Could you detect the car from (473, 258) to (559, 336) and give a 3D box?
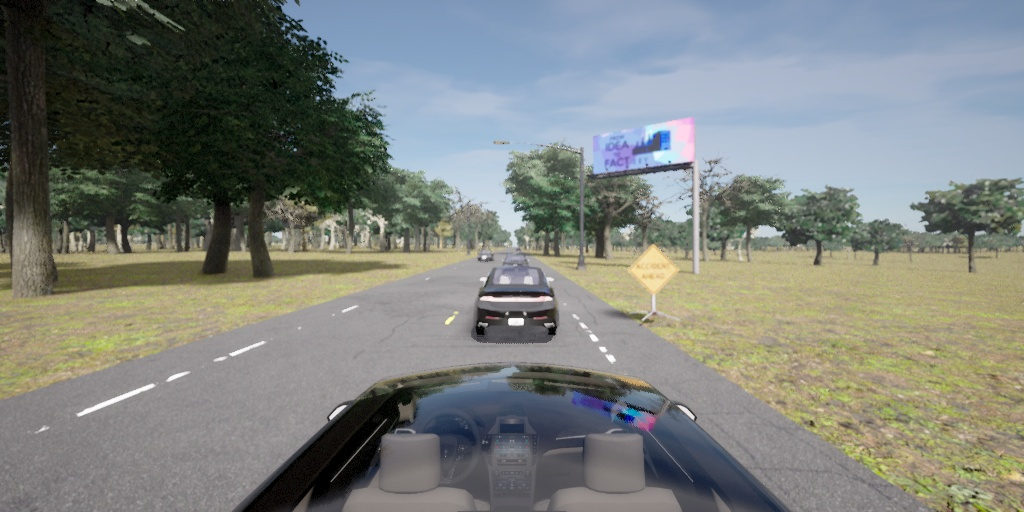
[{"bbox_3d":[0.120,0.996,9.452,2.128,1.511,4.902,0,2,1],"label":"car"}]

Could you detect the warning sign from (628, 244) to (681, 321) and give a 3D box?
[{"bbox_3d":[3.608,0.629,9.157,1.300,1.860,1.060,0,0,0],"label":"warning sign"}]

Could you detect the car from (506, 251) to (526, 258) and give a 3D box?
[{"bbox_3d":[0.253,0.559,25.400,2.033,1.411,5.357,0,2,1],"label":"car"}]

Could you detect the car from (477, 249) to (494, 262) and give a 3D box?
[{"bbox_3d":[-3.247,-0.065,44.790,2.128,1.511,4.902,0,2,1],"label":"car"}]
